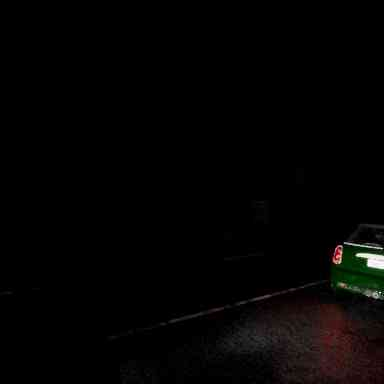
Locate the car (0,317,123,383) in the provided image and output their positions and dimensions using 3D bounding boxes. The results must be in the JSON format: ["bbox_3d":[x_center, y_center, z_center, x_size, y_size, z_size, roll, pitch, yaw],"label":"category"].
[{"bbox_3d":[-2.774,1.492,1.771,4.902,1.511,2.128,0,0,-36],"label":"car"}]

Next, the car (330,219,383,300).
[{"bbox_3d":[5.140,1.352,7.404,4.553,1.767,2.097,0,0,-35],"label":"car"}]
